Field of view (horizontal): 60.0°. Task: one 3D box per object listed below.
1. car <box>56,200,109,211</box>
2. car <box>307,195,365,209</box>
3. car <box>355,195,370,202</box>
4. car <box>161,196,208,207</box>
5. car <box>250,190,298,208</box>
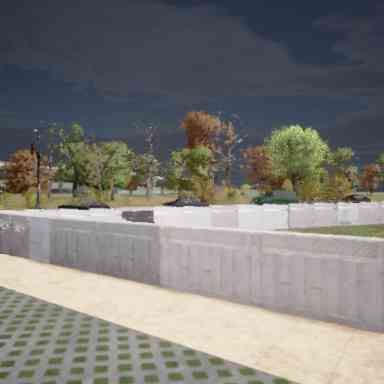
[{"bbox_3d":[-10.257,1.452,31.272,4.718,1.301,1.895,-1,2,-18],"label":"car"},{"bbox_3d":[13.608,1.334,32.194,5.357,1.411,2.033,-1,2,-19],"label":"car"},{"bbox_3d":[19.887,1.047,41.291,4.674,1.442,1.812,0,2,-18],"label":"car"},{"bbox_3d":[-0.771,1.242,34.443,4.892,1.490,1.837,-1,2,-19],"label":"car"},{"bbox_3d":[9.365,0.844,37.819,5.566,2.045,2.150,-1,2,-19],"label":"car"}]
